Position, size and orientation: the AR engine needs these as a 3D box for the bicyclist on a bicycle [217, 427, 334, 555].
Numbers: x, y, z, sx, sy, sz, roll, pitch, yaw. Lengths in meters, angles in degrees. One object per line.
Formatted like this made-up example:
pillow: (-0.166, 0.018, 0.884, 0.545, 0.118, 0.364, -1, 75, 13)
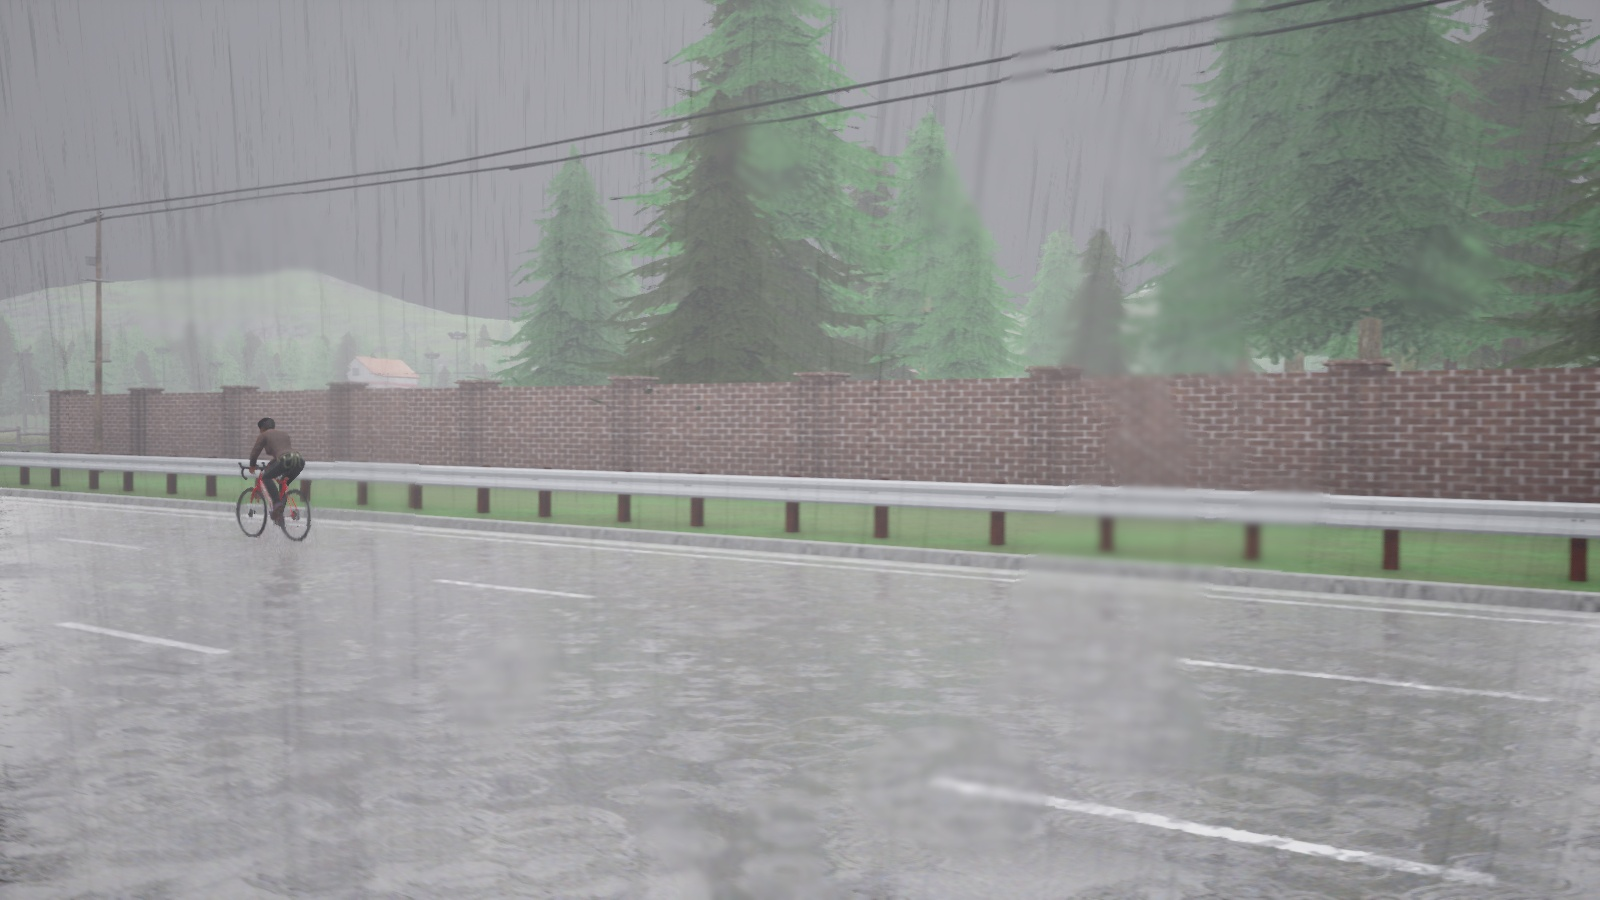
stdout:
bicyclist on a bicycle: (-6.972, 0.520, 16.657, 1.656, 1.620, 0.582, 0, 1, 34)
